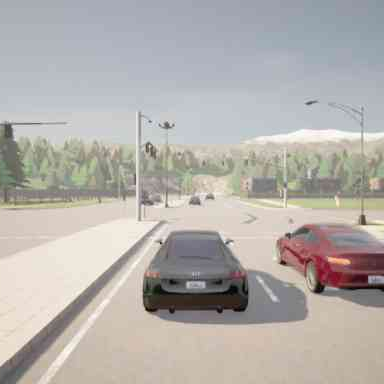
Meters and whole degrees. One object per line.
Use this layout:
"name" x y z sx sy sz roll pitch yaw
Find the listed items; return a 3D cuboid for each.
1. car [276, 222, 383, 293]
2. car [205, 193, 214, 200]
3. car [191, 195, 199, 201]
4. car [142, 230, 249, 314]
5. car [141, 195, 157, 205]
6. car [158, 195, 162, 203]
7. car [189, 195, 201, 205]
"car" 3.554 1.522 8.707 1.812 1.442 4.674 0 0 0
"car" 4.334 1.152 82.059 2.097 1.767 4.553 0 0 1
"car" 0.835 1.391 82.164 1.895 1.301 4.718 0 0 1
"car" 0.056 1.560 7.704 1.994 1.385 4.181 0 0 0
"car" -7.577 1.576 56.336 1.895 1.301 4.718 0 0 1
"car" -7.342 1.472 69.123 1.837 1.490 4.892 0 0 1
"car" 0.491 1.538 56.708 1.994 1.385 4.181 0 0 1
